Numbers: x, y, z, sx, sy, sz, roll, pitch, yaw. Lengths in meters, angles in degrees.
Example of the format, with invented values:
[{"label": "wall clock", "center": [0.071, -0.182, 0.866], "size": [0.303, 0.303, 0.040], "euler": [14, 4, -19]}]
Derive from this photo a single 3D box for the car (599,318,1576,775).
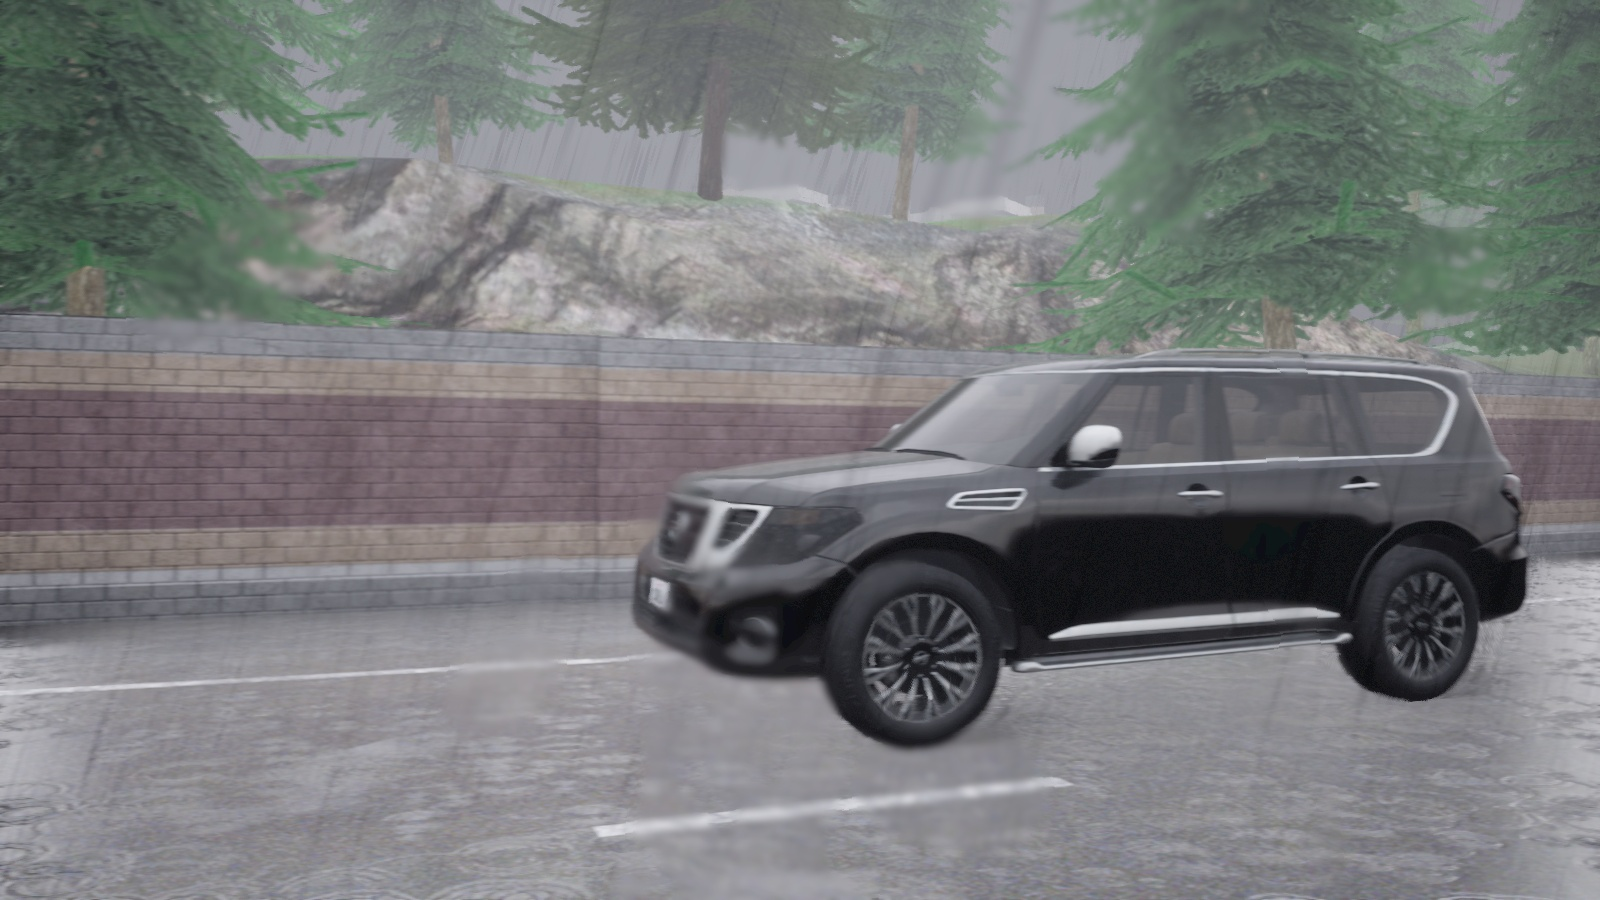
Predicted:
[{"label": "car", "center": [1.782, 0.376, 7.654], "size": [5.566, 2.045, 2.150], "euler": [-1, 1, -22]}]
